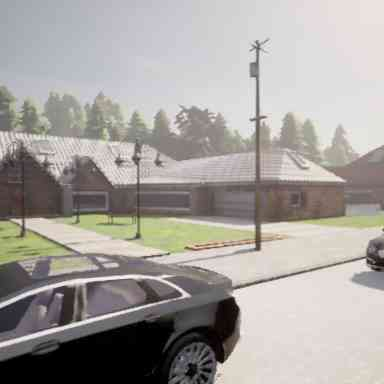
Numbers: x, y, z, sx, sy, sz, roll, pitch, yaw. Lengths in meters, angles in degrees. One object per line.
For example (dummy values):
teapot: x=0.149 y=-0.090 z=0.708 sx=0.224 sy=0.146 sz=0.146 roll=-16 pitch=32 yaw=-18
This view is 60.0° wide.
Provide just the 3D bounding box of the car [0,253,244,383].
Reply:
car: x=-1.648 y=1.494 z=3.424 sx=4.902 sy=1.511 sz=2.128 roll=0 pitch=0 yaw=-36

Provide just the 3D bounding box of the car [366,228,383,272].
car: x=6.863 y=1.445 z=9.487 sx=4.902 sy=1.511 sz=2.128 roll=0 pitch=0 yaw=-35
